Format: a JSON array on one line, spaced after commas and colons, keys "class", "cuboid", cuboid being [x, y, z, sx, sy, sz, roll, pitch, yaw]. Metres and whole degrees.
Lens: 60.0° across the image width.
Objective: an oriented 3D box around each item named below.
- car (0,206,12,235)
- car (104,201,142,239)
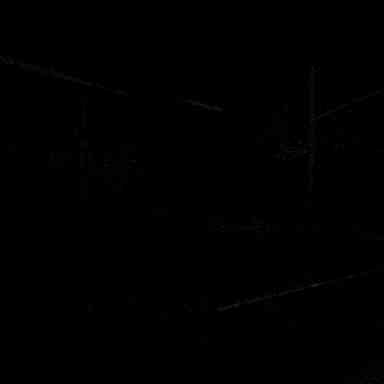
[{"class": "car", "cuboid": [-11.505, 1.523, 18.582, 2.242, 1.667, 4.611, 1, 0, -35]}, {"class": "car", "cuboid": [-4.377, 1.448, 18.316, 1.905, 1.878, 3.866, 1, 0, -35]}]
